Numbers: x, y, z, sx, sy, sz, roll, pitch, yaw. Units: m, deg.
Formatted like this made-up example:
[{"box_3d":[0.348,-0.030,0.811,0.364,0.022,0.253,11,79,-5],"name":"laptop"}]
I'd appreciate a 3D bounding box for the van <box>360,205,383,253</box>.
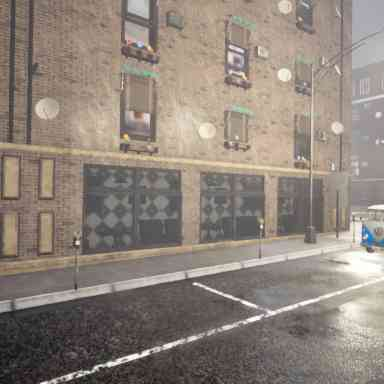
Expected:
[{"box_3d":[7.819,1.345,12.229,3.998,1.788,1.690,0,1,-36],"name":"van"}]
